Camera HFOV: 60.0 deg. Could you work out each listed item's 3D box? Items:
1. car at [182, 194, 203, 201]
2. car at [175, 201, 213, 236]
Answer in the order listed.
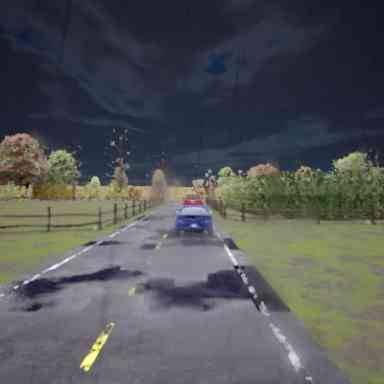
[{"bbox_3d":[0.107,1.212,37.923,2.150,2.045,5.566,0,0,0],"label":"car"},{"bbox_3d":[0.104,1.474,18.455,1.882,1.535,5.008,0,0,0],"label":"car"}]
